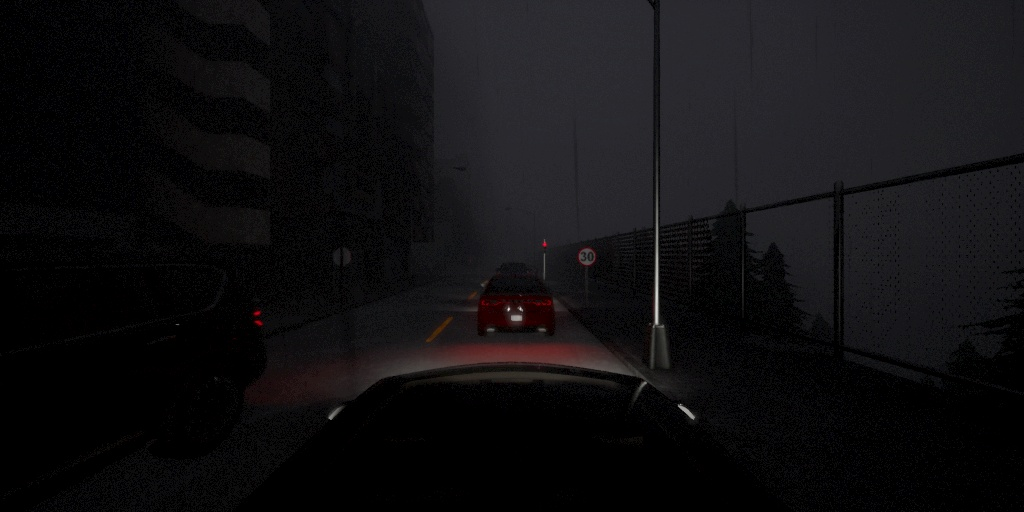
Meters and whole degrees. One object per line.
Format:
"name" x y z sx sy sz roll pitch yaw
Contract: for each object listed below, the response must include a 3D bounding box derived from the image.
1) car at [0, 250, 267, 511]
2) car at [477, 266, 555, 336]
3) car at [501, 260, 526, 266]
"car" -4.101 0.971 2.120 2.150 2.045 5.566 0 0 0
"car" 0.092 1.228 10.436 1.882 1.535 5.008 0 0 0
"car" 0.086 1.102 20.806 2.097 1.767 4.553 0 0 0
